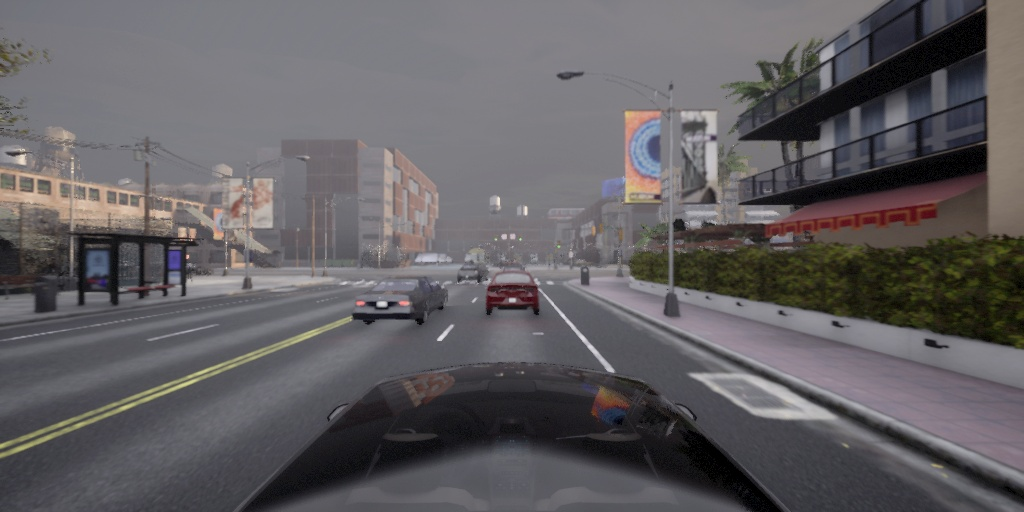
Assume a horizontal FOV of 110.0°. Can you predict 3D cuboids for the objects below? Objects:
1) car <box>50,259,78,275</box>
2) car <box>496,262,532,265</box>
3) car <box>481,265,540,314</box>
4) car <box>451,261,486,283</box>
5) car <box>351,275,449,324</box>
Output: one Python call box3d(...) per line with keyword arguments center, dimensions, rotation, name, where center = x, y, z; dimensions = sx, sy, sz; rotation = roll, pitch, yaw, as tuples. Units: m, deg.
box3d(center=(-48.827, 1.436, 40.358), dimensions=(4.892, 1.490, 1.837), rotation=(0, 0, 1), name="car")
box3d(center=(0.190, 1.418, 27.138), dimensions=(2.033, 1.411, 5.357), rotation=(0, 0, 5), name="car")
box3d(center=(0.039, 1.287, 14.134), dimensions=(1.882, 1.535, 5.008), rotation=(0, 0, 1), name="car")
box3d(center=(-3.040, 1.372, 29.279), dimensions=(2.128, 1.511, 4.902), rotation=(0, 0, 8), name="car")
box3d(center=(-3.480, 1.347, 12.146), dimensions=(2.033, 1.411, 5.357), rotation=(0, 0, 0), name="car")
